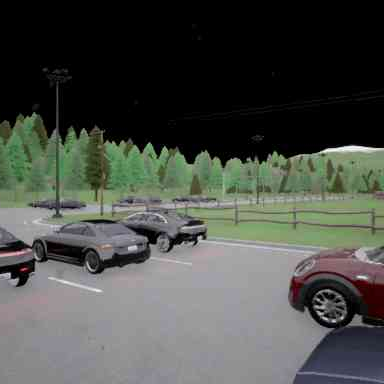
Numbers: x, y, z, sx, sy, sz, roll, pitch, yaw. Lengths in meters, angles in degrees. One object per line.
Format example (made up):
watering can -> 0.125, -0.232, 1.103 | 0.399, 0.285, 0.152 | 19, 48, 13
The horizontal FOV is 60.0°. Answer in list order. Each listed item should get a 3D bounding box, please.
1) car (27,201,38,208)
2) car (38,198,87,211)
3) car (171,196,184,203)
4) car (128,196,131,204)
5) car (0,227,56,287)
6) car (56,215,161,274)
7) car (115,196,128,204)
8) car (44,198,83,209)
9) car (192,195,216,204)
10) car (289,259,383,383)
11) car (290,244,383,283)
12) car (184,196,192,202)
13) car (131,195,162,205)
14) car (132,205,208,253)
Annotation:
car -> -20.370, 1.547, 47.098 | 2.033, 1.411, 5.357 | 0, 0, 36
car -> -15.806, 1.547, 41.448 | 2.033, 1.411, 5.357 | 0, 0, 35
car -> -2.324, 1.540, 71.433 | 2.033, 1.411, 5.357 | 0, 0, 36
car -> -8.152, 1.491, 57.797 | 2.128, 1.511, 4.902 | 0, 0, 37
car -> -5.739, 1.491, 8.086 | 4.902, 1.511, 2.128 | 0, 0, 36
car -> -3.309, 1.564, 10.645 | 4.181, 1.385, 1.994 | 0, 0, 36
car -> -11.466, 1.503, 59.194 | 1.837, 1.490, 4.892 | 0, 1, 37
car -> -17.379, 1.526, 45.258 | 1.812, 1.442, 4.674 | 0, 0, 36
car -> 2.840, 1.477, 66.692 | 1.882, 1.535, 5.008 | 0, 0, 37
car -> 3.235, 1.548, 1.653 | 5.357, 1.411, 2.033 | 0, 0, 36
car -> 3.984, 1.353, 5.424 | 4.553, 1.767, 2.097 | 0, 0, 36
car -> 0.988, 1.354, 70.025 | 2.097, 1.767, 4.553 | 0, 0, 36
car -> -6.998, 1.351, 53.477 | 2.097, 1.767, 4.553 | 0, 0, 37
car -> -1.665, 1.491, 13.778 | 4.902, 1.511, 2.128 | 0, 0, 36
